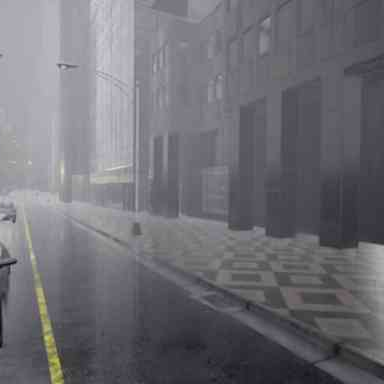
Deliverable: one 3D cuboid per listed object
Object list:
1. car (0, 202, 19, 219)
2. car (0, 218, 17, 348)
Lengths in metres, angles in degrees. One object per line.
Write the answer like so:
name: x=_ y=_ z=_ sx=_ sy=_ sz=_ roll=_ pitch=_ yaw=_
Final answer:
car: x=-13.825 y=1.466 z=24.268 sx=2.128 sy=1.511 sz=4.902 roll=0 pitch=0 yaw=-27
car: x=-4.218 y=1.487 z=5.750 sx=2.128 sy=1.511 sz=4.902 roll=0 pitch=0 yaw=-27
